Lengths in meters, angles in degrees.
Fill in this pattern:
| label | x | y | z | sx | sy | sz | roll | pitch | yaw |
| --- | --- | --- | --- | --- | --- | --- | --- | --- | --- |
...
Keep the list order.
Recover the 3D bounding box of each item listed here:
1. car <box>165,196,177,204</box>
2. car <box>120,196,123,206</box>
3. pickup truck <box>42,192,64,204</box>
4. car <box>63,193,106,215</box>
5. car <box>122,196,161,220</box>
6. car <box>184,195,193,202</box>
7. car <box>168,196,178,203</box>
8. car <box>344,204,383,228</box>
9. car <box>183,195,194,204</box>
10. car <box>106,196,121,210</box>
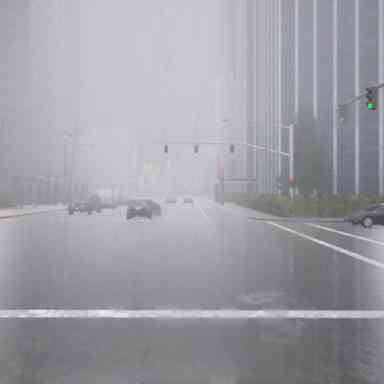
| label | x | y | z | sx | sy | sz | roll | pitch | yaw |
| --- | --- | --- | --- | --- | --- | --- | --- | --- | --- |
| car | -4.146 | 1.683 | 64.918 | 1.895 | 1.301 | 4.718 | 0 | 0 | 0 |
| car | -11.247 | 1.421 | 54.540 | 2.097 | 1.767 | 4.553 | 0 | 0 | -1 |
| pickup truck | -24.327 | 1.134 | 59.956 | 2.390 | 2.098 | 6.274 | 0 | 0 | 30 |
| car | -11.088 | 1.266 | 34.805 | 2.150 | 2.045 | 5.566 | 0 | 0 | -1 |
| car | -4.068 | 1.388 | 28.627 | 2.097 | 1.767 | 4.553 | 0 | 0 | 7 |
| car | -0.835 | 1.482 | 75.509 | 1.882 | 1.535 | 5.008 | 0 | 0 | 0 |
| car | -4.331 | 1.635 | 75.179 | 2.033 | 1.411 | 5.357 | 0 | 0 | 0 |
| car | 12.632 | 1.533 | 21.996 | 4.892 | 1.490 | 1.837 | 0 | 0 | 0 |
| car | -0.749 | 1.608 | 65.258 | 1.812 | 1.442 | 4.674 | 0 | 0 | 0 |
| car | -11.173 | 1.620 | 44.333 | 1.994 | 1.385 | 4.181 | 0 | 0 | -1 |
